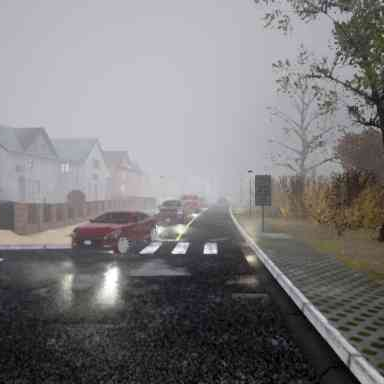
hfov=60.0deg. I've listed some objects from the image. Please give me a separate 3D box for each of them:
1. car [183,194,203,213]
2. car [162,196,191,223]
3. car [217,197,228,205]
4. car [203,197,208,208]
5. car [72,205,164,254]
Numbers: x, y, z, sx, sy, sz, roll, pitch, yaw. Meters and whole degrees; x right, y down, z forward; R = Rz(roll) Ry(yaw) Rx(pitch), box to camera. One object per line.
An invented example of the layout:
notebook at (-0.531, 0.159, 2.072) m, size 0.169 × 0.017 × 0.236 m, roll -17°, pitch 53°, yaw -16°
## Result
car at (-0.236, 1.309, 39.324) m, size 2.150 × 2.045 × 5.566 m, roll 0°, pitch -1°, yaw 6°
car at (-1.492, 1.372, 25.300) m, size 2.097 × 1.767 × 4.553 m, roll 0°, pitch 0°, yaw 5°
car at (5.892, 1.718, 63.770) m, size 1.882 × 1.535 × 5.008 m, roll 0°, pitch 0°, yaw 9°
car at (1.233, 1.516, 51.581) m, size 2.097 × 1.767 × 4.553 m, roll 0°, pitch -1°, yaw 8°
car at (-2.989, 1.475, 13.833) m, size 1.882 × 1.535 × 5.008 m, roll 1°, pitch 0°, yaw 14°
